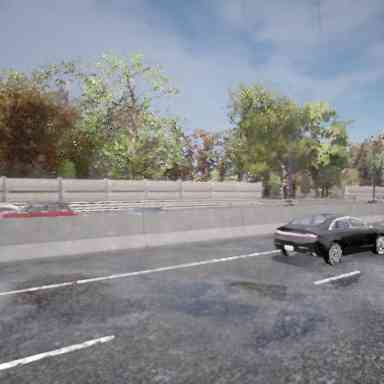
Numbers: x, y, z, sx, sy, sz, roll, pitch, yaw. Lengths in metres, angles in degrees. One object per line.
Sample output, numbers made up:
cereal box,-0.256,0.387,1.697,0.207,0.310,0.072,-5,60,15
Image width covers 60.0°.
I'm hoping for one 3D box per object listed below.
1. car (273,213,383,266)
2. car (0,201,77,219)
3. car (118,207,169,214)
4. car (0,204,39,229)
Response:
car,4.943,1.492,11.573,4.902,1.511,2.128,0,0,-35
car,-8.979,1.353,19.049,4.553,1.767,2.097,0,0,-35
car,-2.905,1.549,19.040,5.357,1.411,2.033,0,0,-35
car,-12.346,1.528,20.952,4.674,1.442,1.812,0,0,-35
